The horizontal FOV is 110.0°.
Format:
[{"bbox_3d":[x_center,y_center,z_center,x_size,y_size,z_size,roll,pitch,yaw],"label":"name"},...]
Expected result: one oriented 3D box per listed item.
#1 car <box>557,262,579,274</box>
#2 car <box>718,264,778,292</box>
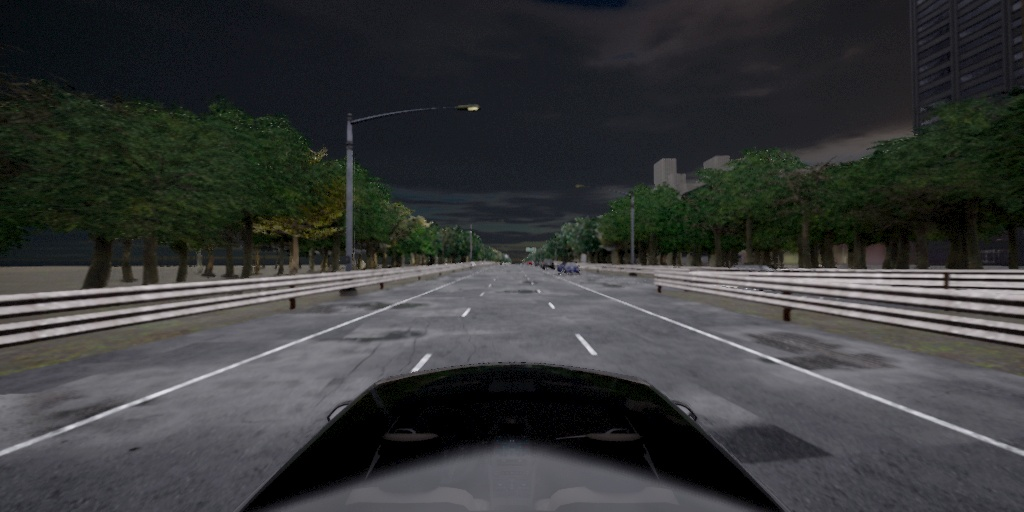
[{"bbox_3d":[7.832,1.586,50.387,2.097,1.767,4.553,1,0,-7],"label":"car"},{"bbox_3d":[15.230,1.327,23.656,2.097,1.767,4.553,1,-1,-22],"label":"car"}]
